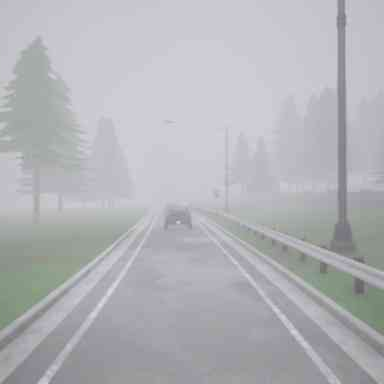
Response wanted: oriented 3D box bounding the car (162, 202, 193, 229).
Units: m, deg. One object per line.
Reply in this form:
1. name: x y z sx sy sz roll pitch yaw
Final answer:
1. car: -1.014 1.716 23.712 1.837 1.490 4.892 0 0 -4
